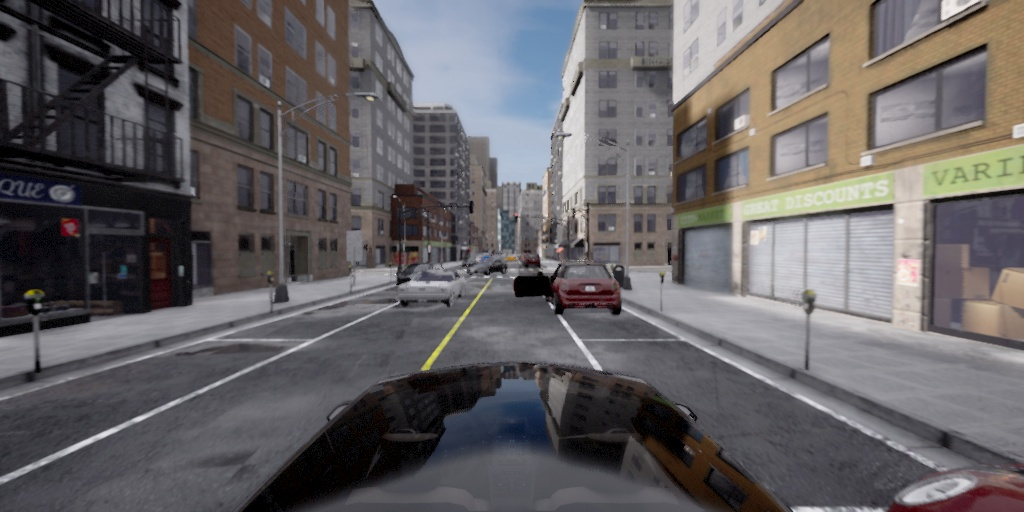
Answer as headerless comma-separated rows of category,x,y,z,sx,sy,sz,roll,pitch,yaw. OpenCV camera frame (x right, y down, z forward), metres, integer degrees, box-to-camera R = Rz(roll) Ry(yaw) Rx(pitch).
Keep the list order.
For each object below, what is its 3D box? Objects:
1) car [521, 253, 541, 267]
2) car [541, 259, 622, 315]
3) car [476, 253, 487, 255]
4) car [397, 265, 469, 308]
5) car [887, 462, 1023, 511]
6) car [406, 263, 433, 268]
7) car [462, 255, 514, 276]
car,2.816,0.576,49.027,2.192,1.841,5.009,0,0,0
car,2.379,0.977,13.049,2.097,1.767,4.553,0,1,0
car,-5.720,0.676,60.021,1.751,1.417,4.829,0,0,0
car,-3.095,1.209,14.583,1.895,1.301,4.718,0,1,0
car,2.858,1.207,0.170,1.967,1.591,4.097,0,0,0
car,-5.686,1.094,22.148,1.948,1.339,4.313,0,0,0
car,-2.102,0.946,31.568,2.128,1.511,4.902,0,0,27
